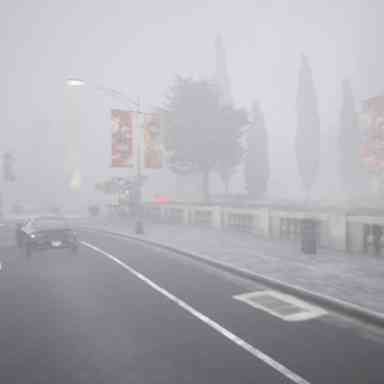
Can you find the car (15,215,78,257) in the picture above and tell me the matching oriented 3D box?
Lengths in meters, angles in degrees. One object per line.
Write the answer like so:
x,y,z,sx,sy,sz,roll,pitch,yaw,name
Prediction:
-6.035,1.662,13.669,1.812,1.442,4.674,0,0,-33,car
